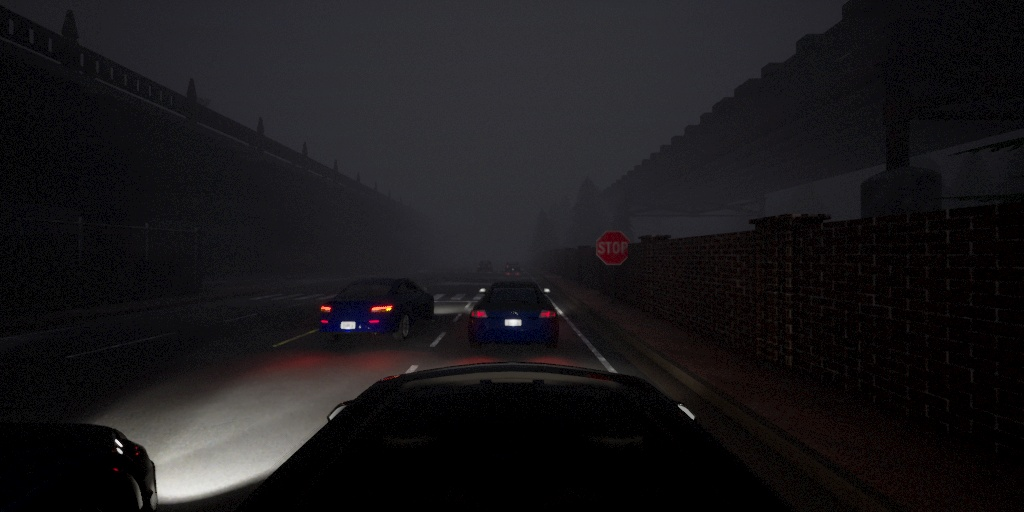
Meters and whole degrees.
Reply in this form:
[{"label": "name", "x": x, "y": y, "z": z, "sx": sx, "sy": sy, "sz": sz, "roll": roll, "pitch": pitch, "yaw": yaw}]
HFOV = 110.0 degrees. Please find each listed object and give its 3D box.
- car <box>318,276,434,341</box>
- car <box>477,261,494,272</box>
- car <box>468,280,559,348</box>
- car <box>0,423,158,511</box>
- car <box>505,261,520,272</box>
[{"label": "car", "x": -3.416, "y": 1.275, "z": 9.759, "sx": 1.812, "sy": 1.442, "sz": 4.674, "roll": 0, "pitch": 0, "yaw": 0}, {"label": "car", "x": -3.413, "y": 1.294, "z": 45.889, "sx": 2.033, "sy": 1.411, "sz": 5.357, "roll": 0, "pitch": 0, "yaw": -1}, {"label": "car", "x": 0.066, "y": 1.313, "z": 9.238, "sx": 1.994, "sy": 1.385, "sz": 4.181, "roll": 0, "pitch": 0, "yaw": 1}, {"label": "car", "x": -3.398, "y": 1.314, "z": 0.663, "sx": 1.994, "sy": 1.385, "sz": 4.181, "roll": 0, "pitch": 0, "yaw": 0}, {"label": "car", "x": 0.082, "y": 1.347, "z": 46.056, "sx": 1.895, "sy": 1.301, "sz": 4.718, "roll": 0, "pitch": 0, "yaw": -1}]
